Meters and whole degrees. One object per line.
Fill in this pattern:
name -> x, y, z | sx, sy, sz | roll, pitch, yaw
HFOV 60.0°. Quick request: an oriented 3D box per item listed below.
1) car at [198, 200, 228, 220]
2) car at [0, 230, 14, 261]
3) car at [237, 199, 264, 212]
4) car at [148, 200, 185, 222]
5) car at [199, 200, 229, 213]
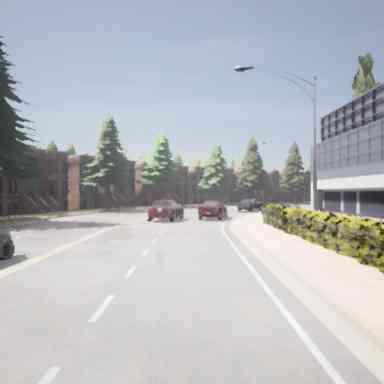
car -> 1.890, 1.543, 28.812 | 1.882, 1.535, 5.008 | 0, 0, 15
car -> -7.033, 1.586, 9.597 | 1.994, 1.385, 4.181 | 0, 0, 1
car -> 7.109, 1.584, 40.147 | 2.128, 1.511, 4.902 | 0, 0, 32
car -> -2.037, 1.413, 27.485 | 2.097, 1.767, 4.553 | 0, 0, 12
car -> 2.652, 1.654, 39.614 | 1.994, 1.385, 4.181 | 0, 0, 29
